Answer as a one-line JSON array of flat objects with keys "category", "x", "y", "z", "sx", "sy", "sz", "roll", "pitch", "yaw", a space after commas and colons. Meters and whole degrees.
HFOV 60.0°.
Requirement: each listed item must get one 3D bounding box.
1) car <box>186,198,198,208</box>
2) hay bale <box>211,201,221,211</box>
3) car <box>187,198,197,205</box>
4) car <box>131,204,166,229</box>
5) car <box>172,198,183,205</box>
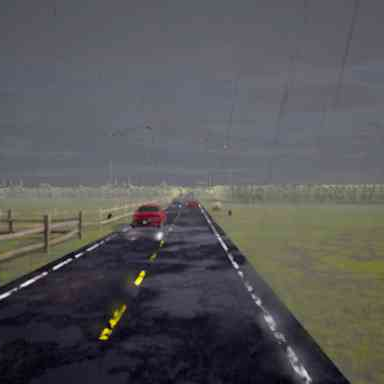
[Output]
[{"category": "car", "x": 0.005, "y": 1.760, "z": 52.773, "sx": 1.994, "sy": 1.385, "sz": 4.181, "roll": 0, "pitch": 0, "yaw": 0}, {"category": "hay bale", "x": 3.133, "y": 1.825, "z": 43.787, "sx": 1.220, "sy": 1.180, "sz": 1.240, "roll": 1, "pitch": 1, "yaw": 0}, {"category": "car", "x": 0.002, "y": 1.832, "z": 65.066, "sx": 1.895, "sy": 1.301, "sz": 4.718, "roll": 0, "pitch": 0, "yaw": 0}, {"category": "car", "x": -2.848, "y": 1.575, "z": 22.559, "sx": 1.882, "sy": 1.535, "sz": 5.008, "roll": 0, "pitch": 0, "yaw": 0}, {"category": "car", "x": -2.766, "y": 1.769, "z": 63.479, "sx": 2.033, "sy": 1.411, "sz": 5.357, "roll": 0, "pitch": 0, "yaw": 1}]
